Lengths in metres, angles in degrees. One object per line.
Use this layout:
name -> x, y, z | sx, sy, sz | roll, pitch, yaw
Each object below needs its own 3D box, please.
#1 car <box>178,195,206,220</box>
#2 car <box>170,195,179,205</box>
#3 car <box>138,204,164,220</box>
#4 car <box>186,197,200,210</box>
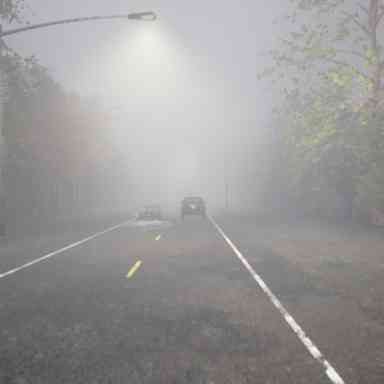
car -> 0.111, 1.422, 30.968 | 2.150, 2.045, 5.566 | 0, 0, 0
car -> -3.478, 1.631, 70.966 | 2.150, 2.045, 5.566 | 0, 0, 0
car -> -3.585, 1.756, 29.742 | 1.994, 1.385, 4.181 | 0, 0, 0
car -> 0.115, 1.671, 50.083 | 2.097, 1.767, 4.553 | 0, 0, 0
